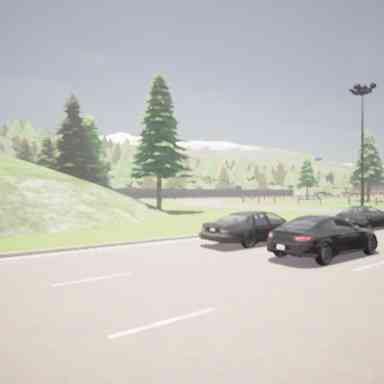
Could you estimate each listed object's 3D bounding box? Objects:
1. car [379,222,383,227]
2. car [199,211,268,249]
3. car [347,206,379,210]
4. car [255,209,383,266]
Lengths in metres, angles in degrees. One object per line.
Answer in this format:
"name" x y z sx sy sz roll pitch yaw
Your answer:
"car" 7.174 1.540 9.038 4.181 1.385 1.994 0 0 -36
"car" 2.830 1.524 14.531 5.357 1.411 2.033 0 0 -36
"car" 10.356 1.520 20.051 4.181 1.385 1.994 0 0 -36
"car" 4.543 1.503 11.461 4.674 1.442 1.812 0 0 -36
